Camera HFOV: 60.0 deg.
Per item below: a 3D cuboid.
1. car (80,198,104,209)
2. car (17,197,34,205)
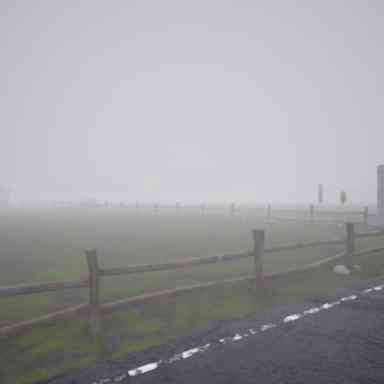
[{"bbox_3d":[-15.845,1.797,52.685,2.097,1.767,4.553,0,-1,-44],"label":"car"},{"bbox_3d":[-40.744,2.401,81.940,4.718,1.301,1.895,-1,0,45],"label":"car"}]
